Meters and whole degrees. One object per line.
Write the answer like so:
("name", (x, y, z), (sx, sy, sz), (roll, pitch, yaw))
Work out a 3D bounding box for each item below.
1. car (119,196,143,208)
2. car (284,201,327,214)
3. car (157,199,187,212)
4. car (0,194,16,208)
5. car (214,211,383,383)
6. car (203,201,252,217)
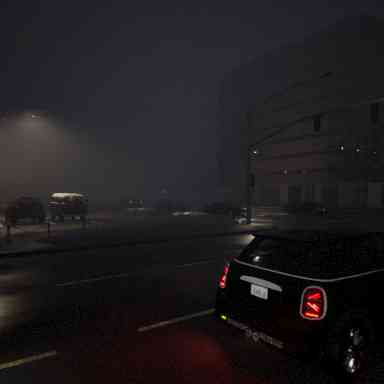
("car", (-8.966, 1.408, 48.628), (2.097, 1.767, 4.553), (0, 0, -35))
("car", (11.131, 1.620, 32.735), (1.994, 1.385, 4.181), (0, 0, -35))
("car", (-2.483, 1.581, 39.489), (1.812, 1.442, 4.674), (0, 0, -36))
("car", (-31.674, 1.209, 56.493), (1.932, 1.855, 4.605), (0, 0, -35))
("car", (2.637, 1.352, 5.682), (4.553, 1.767, 2.097), (0, 0, -35))
("car", (3.208, 1.603, 31.455), (2.033, 1.411, 5.357), (0, 0, -35))
